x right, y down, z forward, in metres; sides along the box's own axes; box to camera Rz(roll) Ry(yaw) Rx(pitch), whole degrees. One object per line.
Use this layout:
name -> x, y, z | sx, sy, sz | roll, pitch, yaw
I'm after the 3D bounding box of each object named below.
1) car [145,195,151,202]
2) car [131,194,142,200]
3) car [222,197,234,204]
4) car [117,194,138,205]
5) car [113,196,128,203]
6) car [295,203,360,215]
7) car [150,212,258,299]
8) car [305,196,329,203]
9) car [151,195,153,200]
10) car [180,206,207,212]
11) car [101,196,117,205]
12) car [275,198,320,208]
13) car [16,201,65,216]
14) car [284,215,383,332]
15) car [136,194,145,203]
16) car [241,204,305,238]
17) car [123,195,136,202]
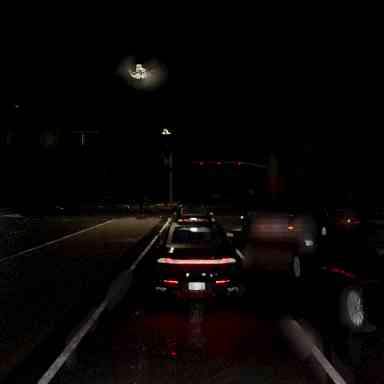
car -> -11.612, 1.524, 79.269 | 1.812, 1.442, 4.674 | 0, 0, 0
car -> -15.109, 1.348, 90.705 | 2.097, 1.767, 4.553 | 0, 0, 0
car -> 6.993, 1.564, 64.202 | 1.994, 1.385, 4.181 | 0, 0, 0
car -> -11.681, 1.564, 60.177 | 1.994, 1.385, 4.181 | 0, 0, 1
car -> -15.099, 1.540, 70.435 | 2.033, 1.411, 5.357 | 0, 0, 0
car -> 7.077, 1.505, 16.935 | 1.837, 1.490, 4.892 | 0, 0, 0
car -> 0.087, 1.491, 8.453 | 2.128, 1.511, 4.902 | 0, 0, 0
car -> 15.570, 1.351, 43.887 | 4.553, 1.767, 2.097 | 0, 0, 3
car -> -11.617, 1.524, 89.676 | 2.128, 1.511, 4.902 | 0, 0, 0
car -> 0.076, 1.505, 17.874 | 1.837, 1.490, 4.892 | 0, 0, 0
car -> -15.141, 1.477, 60.657 | 1.882, 1.535, 5.008 | 0, 0, 0
car -> 9.429, 1.547, 33.133 | 5.357, 1.411, 2.033 | 0, 0, -1
car -> -14.505, 1.564, 31.957 | 4.181, 1.385, 1.994 | 0, 0, -2
car -> 3.590, 1.478, 6.849 | 1.882, 1.535, 5.008 | 0, 0, 0
car -> -11.597, 1.500, 68.999 | 1.837, 1.490, 4.892 | 0, 0, 0
car -> 3.579, 1.547, 16.469 | 2.033, 1.411, 5.357 | 0, 0, 0
car -> -15.114, 1.525, 80.538 | 2.128, 1.511, 4.902 | 0, 0, 0
